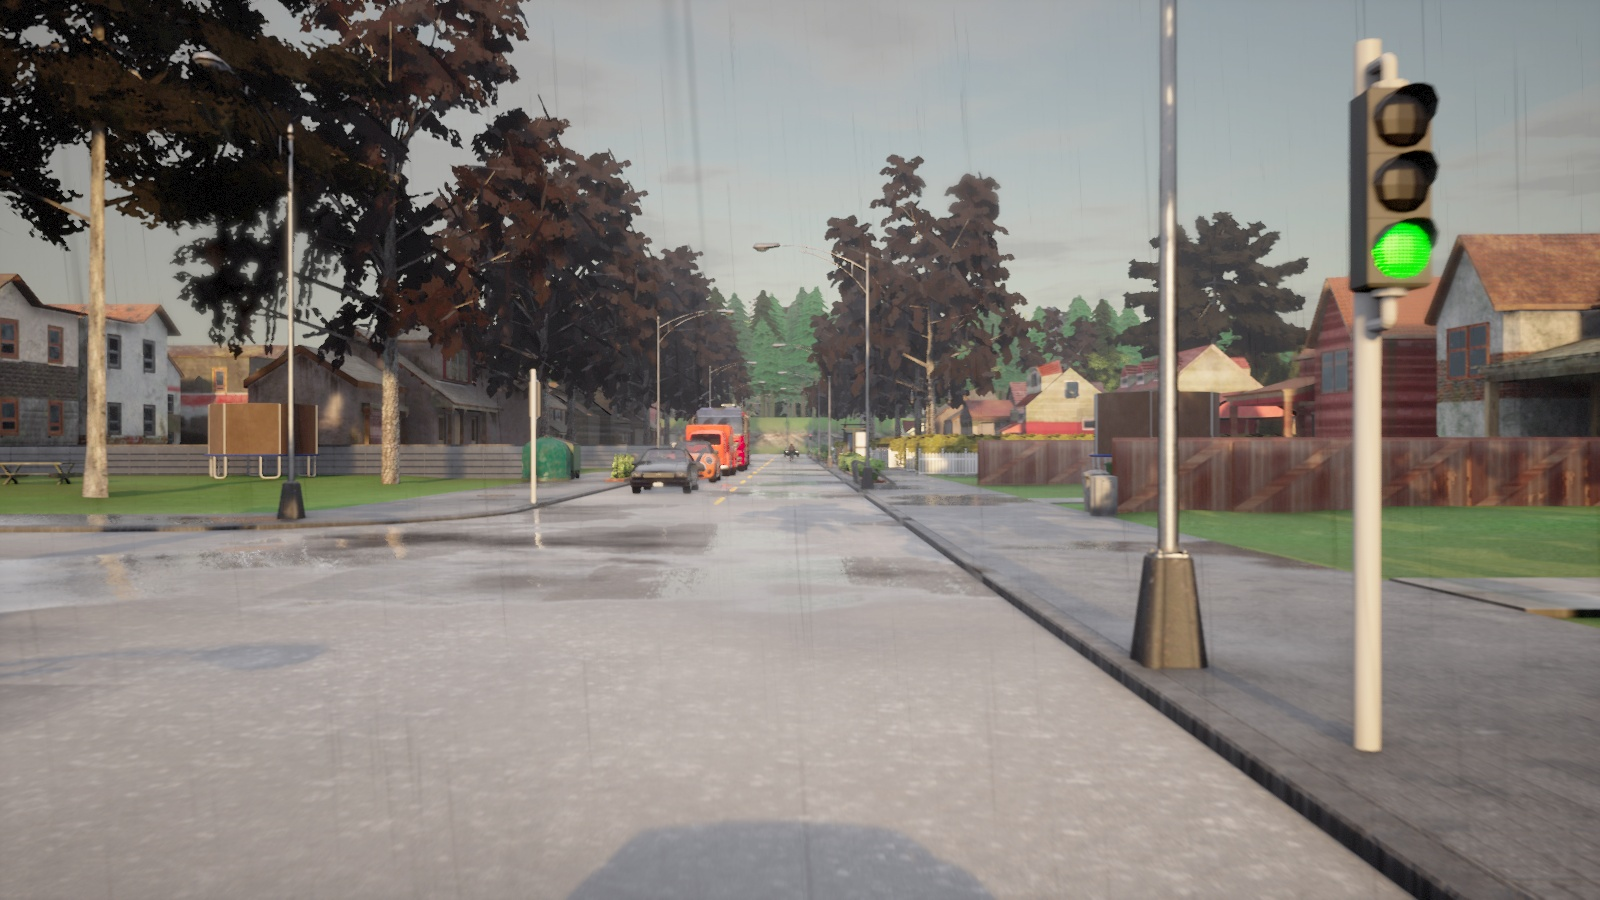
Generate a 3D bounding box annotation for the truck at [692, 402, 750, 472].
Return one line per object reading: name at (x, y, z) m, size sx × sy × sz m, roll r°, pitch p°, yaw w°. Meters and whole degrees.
truck at (-4.443, -0.713, 72.410) m, size 2.891 × 3.827 × 8.468 m, roll 0°, pitch 0°, yaw 0°

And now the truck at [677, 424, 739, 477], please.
truck at (-4.366, 0.013, 60.515) m, size 2.627 × 2.467 × 5.204 m, roll 0°, pitch 0°, yaw 0°

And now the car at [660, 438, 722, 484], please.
car at (-4.297, 0.400, 50.281) m, size 2.097 × 1.767 × 4.553 m, roll 0°, pitch 0°, yaw 0°

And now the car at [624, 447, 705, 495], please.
car at (-4.234, 0.630, 40.126) m, size 2.033 × 1.411 × 5.357 m, roll 0°, pitch 0°, yaw 0°
